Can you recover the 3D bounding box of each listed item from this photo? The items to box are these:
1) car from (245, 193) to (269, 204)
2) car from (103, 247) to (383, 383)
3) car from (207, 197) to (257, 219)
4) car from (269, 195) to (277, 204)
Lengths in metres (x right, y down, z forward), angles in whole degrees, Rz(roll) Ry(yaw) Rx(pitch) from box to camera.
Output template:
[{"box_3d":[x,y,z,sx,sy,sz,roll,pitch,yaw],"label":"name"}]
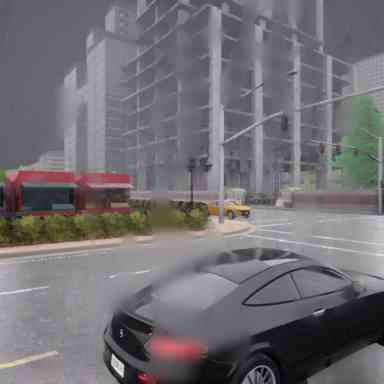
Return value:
[{"box_3d":[10.840,1.114,57.680,1.905,1.878,3.866,0,0,-36],"label":"car"},{"box_3d":[1.147,1.526,4.605,4.674,1.442,1.812,0,0,-35],"label":"car"},{"box_3d":[2.859,1.422,28.401,1.882,1.535,5.008,0,0,-36],"label":"car"},{"box_3d":[13.228,1.114,59.396,1.905,1.878,3.866,0,0,-36],"label":"car"}]
